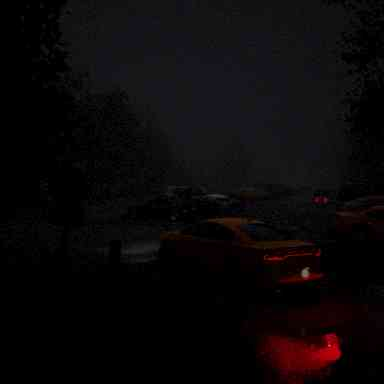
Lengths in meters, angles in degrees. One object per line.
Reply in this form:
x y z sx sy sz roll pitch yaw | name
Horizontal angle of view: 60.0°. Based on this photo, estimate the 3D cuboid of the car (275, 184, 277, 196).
8.424 0.053 44.755 4.892 1.521 2.231 1 3 25 | car

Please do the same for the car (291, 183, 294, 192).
15.341 -0.447 59.901 4.792 1.488 2.163 1 2 25 | car

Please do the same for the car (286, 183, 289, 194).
13.028 -0.274 54.856 4.792 1.488 2.163 1 2 25 | car

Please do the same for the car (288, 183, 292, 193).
14.185 -0.361 57.378 4.792 1.488 2.163 1 2 25 | car

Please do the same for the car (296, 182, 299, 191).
17.686 -0.649 64.930 4.892 1.521 2.231 1 2 25 | car

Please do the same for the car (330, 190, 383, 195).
13.210 0.893 24.249 5.366 1.575 1.946 1 3 25 | car

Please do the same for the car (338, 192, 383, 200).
9.997 1.101 16.719 4.553 1.767 2.185 1 3 25 | car

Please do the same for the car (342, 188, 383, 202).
20.325 0.286 39.251 4.792 1.488 2.163 1 2 25 | car

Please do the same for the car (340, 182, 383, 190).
15.711 0.428 29.181 5.566 2.045 2.435 1 3 25 | car

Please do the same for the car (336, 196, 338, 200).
11.044 1.150 19.154 4.792 1.488 2.163 1 3 25 | car

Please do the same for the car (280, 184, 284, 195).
10.769 -0.100 49.786 4.792 1.488 2.163 1 2 25 | car

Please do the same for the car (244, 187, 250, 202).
2.658 0.586 32.153 4.892 1.521 2.231 1 3 25 | car

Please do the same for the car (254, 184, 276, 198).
7.445 0.150 42.162 5.366 1.575 1.946 1 3 25 | car

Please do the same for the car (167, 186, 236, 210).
0.364 0.556 27.089 5.566 2.045 2.435 1 3 25 | car

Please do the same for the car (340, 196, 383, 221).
12.222 1.050 21.659 4.674 1.452 2.002 1 3 25 | car

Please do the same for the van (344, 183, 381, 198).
23.865 -0.236 46.753 4.442 1.987 1.878 1 2 25 | van

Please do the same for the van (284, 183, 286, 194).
12.005 -0.441 52.264 4.442 1.987 1.878 1 2 25 | van

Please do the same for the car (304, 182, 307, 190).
23.458 -1.083 77.547 5.008 1.535 2.097 1 2 25 | car

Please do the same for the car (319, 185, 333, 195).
22.806 -0.356 56.581 1.882 1.535 5.008 1 2 25 | car

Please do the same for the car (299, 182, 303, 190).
19.825 -0.829 70.054 5.366 1.575 1.946 1 2 25 | car

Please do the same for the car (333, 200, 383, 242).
8.810 1.336 14.222 5.008 1.535 2.097 1 3 25 | car

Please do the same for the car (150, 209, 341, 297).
0.892 1.390 8.476 1.882 1.535 5.008 2 -1 -31 | car

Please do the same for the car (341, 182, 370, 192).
35.325 -1.132 72.096 5.566 2.045 2.435 1 2 25 | car

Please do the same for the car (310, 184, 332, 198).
18.516 -0.020 47.226 2.128 1.511 4.902 1 2 25 | car

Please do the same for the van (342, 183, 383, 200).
21.347 -0.063 41.799 4.442 1.987 1.878 1 2 24 | van

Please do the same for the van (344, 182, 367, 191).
36.611 -1.190 74.554 4.442 1.987 1.878 1 2 25 | van

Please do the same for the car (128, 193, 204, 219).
-2.000 1.057 22.083 4.792 1.488 2.163 1 3 25 | car

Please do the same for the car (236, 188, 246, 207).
1.664 0.696 29.556 5.366 1.575 1.946 1 3 25 | car

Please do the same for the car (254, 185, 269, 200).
6.003 0.245 39.906 5.366 1.575 1.946 1 3 25 | car

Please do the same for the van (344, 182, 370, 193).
31.995 -0.845 64.486 4.442 1.987 1.878 1 2 25 | van

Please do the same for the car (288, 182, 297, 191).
16.356 -0.569 62.487 5.366 1.575 1.946 1 2 25 | car

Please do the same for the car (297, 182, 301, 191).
18.831 -0.735 67.457 4.892 1.521 2.231 1 2 25 | car

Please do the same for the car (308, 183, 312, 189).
26.958 -1.594 85.091 5.566 2.045 2.435 1 2 25 | car

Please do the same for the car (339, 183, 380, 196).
26.042 -0.436 51.846 5.566 2.045 2.435 1 2 25 | car

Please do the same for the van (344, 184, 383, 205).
18.151 0.231 34.289 4.442 1.987 1.878 1 3 25 | van

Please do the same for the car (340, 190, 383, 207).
16.814 0.597 31.732 4.792 1.488 2.163 1 3 25 | car

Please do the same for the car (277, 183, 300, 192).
21.121 -1.036 72.508 4.553 1.767 2.185 1 2 25 | car

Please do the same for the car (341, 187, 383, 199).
22.610 0.075 44.291 5.008 1.535 2.097 1 2 25 | car

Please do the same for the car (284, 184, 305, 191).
24.621 -1.129 80.067 4.674 1.452 2.002 1 2 25 | car

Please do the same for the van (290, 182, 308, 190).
29.132 -1.669 90.184 4.442 1.987 1.878 1 1 25 | van

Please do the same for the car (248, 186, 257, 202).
3.639 0.469 34.753 5.366 1.575 1.946 1 3 25 | car

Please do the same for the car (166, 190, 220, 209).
-0.813 0.917 24.589 5.008 1.535 2.097 1 3 25 | car

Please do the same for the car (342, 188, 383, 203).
19.226 0.380 36.853 4.792 1.488 2.163 1 3 25 | car

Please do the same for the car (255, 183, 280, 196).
9.615 -0.166 47.261 4.553 1.767 2.185 1 2 25 | car
